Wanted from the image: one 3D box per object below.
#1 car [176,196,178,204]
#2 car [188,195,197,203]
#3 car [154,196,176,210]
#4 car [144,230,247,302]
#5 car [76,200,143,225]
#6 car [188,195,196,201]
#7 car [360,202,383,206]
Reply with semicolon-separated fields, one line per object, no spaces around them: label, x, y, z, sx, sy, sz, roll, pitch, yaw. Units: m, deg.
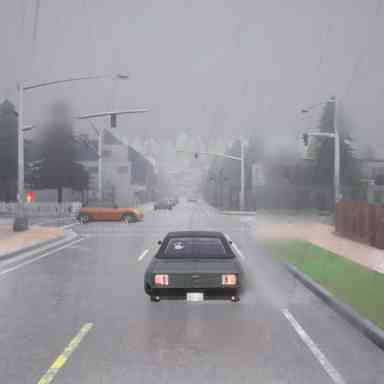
car;-3.551;1.526;52.229;1.812;1.442;4.674;0;0;0
car;0.061;1.595;71.439;1.895;1.301;4.718;0;0;0
car;-3.564;1.352;41.994;2.097;1.767;4.553;0;0;0
car;0.075;1.601;8.208;1.895;1.301;4.718;0;0;0
car;-5.819;1.356;23.912;4.553;1.767;2.097;0;0;-3
car;0.067;1.478;81.475;1.882;1.535;5.008;0;0;0
car;15.323;1.582;29.261;4.718;1.301;1.895;0;0;-8
